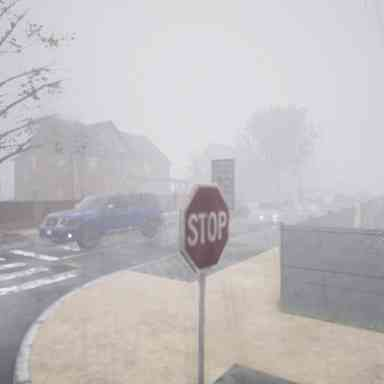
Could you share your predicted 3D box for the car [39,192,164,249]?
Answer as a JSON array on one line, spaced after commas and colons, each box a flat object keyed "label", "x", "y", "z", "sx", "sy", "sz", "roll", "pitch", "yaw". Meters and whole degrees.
[{"label": "car", "x": -3.568, "y": 1.044, "z": 14.259, "sx": 2.150, "sy": 2.045, "sz": 5.566, "roll": 0, "pitch": 1, "yaw": 36}]

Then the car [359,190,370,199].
[{"label": "car", "x": 25.460, "y": 0.359, "z": 49.990, "sx": 1.895, "sy": 1.301, "sz": 4.718, "roll": 0, "pitch": 1, "yaw": 36}]

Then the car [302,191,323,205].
[{"label": "car", "x": 13.897, "y": 0.641, "z": 38.744, "sx": 1.812, "sy": 1.442, "sz": 4.674, "roll": 0, "pitch": 2, "yaw": 36}]

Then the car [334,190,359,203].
[{"label": "car", "x": 18.376, "y": 0.567, "z": 40.023, "sx": 1.812, "sy": 1.442, "sz": 4.674, "roll": 0, "pitch": 1, "yaw": 36}]

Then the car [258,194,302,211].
[{"label": "car", "x": 7.896, "y": 0.904, "z": 30.355, "sx": 2.033, "sy": 1.411, "sz": 5.357, "roll": 0, "pitch": 2, "yaw": 36}]

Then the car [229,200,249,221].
[{"label": "car", "x": 2.185, "y": 1.152, "z": 22.340, "sx": 1.994, "sy": 1.385, "sz": 4.181, "roll": 0, "pitch": 2, "yaw": 35}]
